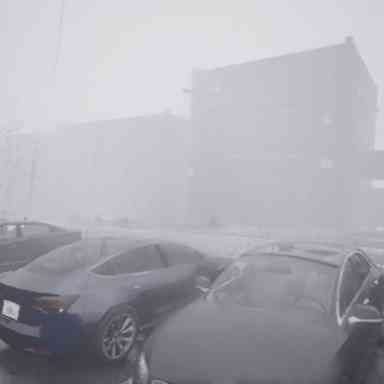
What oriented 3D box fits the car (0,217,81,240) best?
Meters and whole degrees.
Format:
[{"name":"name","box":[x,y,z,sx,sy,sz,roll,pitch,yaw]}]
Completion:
[{"name":"car","box":[-5.487,1.529,9.323,2.097,1.535,5.008,-1,0,36]}]

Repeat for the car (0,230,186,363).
[{"name":"car","box":[-0.909,1.528,6.084,2.163,1.488,4.792,0,0,36]}]

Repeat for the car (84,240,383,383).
[{"name":"car","box":[1.354,1.486,4.439,2.231,1.521,4.892,0,0,36]}]
